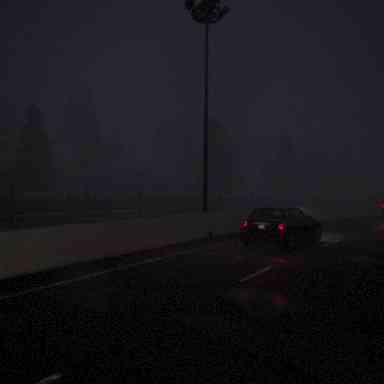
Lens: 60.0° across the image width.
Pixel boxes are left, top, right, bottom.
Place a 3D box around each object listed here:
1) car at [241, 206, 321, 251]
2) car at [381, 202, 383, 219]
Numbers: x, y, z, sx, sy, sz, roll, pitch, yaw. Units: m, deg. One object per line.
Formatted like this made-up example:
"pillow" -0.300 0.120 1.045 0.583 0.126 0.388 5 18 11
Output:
"car" 4.050 1.394 14.649 2.097 1.767 4.553 1 0 38
"car" 18.774 1.407 29.389 5.566 2.045 2.150 1 0 -39
